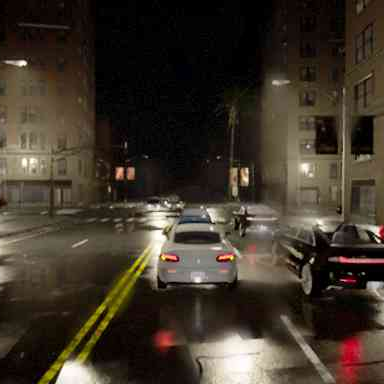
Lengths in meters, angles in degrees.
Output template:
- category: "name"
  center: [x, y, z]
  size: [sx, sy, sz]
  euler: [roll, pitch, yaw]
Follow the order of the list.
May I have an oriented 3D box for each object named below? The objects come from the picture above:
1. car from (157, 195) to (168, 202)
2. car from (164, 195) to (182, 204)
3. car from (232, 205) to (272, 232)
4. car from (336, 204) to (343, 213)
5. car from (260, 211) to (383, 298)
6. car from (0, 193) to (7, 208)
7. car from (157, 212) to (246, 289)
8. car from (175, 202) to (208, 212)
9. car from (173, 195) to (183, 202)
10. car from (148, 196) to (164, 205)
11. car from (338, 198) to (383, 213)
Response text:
- category: "car"
  center: [-6.317, 1.431, 72.379]
  size: [1.895, 1.301, 4.718]
  euler: [0, 0, 0]
- category: "car"
  center: [-3.176, 1.228, 57.743]
  size: [2.097, 1.767, 4.553]
  euler: [0, 0, 0]
- category: "car"
  center: [3.294, 1.452, 17.773]
  size: [2.128, 1.511, 4.902]
  euler: [0, 0, 0]
- category: "car"
  center: [16.294, 1.696, 32.218]
  size: [4.313, 1.339, 1.947]
  euler: [0, 0, 0]
- category: "car"
  center: [3.349, 1.472, 8.465]
  size: [2.128, 1.511, 4.902]
  euler: [0, 0, 1]
- category: "car"
  center: [-23.792, 1.009, 37.815]
  size: [5.009, 1.841, 2.192]
  euler: [0, 0, -8]
- category: "car"
  center: [0.121, 1.506, 8.993]
  size: [1.812, 1.442, 4.674]
  euler: [0, 0, 0]
- category: "car"
  center: [0.145, 1.506, 18.448]
  size: [2.033, 1.411, 5.357]
  euler: [0, 0, 0]
- category: "car"
  center: [-3.066, 1.374, 72.866]
  size: [2.033, 1.411, 5.357]
  euler: [0, 0, 0]
- category: "car"
  center: [-6.427, 1.477, 57.311]
  size: [1.895, 1.301, 4.718]
  euler: [0, 0, 0]
- category: "car"
  center: [19.709, 1.537, 38.140]
  size: [5.008, 1.535, 1.882]
  euler: [0, 1, 0]
